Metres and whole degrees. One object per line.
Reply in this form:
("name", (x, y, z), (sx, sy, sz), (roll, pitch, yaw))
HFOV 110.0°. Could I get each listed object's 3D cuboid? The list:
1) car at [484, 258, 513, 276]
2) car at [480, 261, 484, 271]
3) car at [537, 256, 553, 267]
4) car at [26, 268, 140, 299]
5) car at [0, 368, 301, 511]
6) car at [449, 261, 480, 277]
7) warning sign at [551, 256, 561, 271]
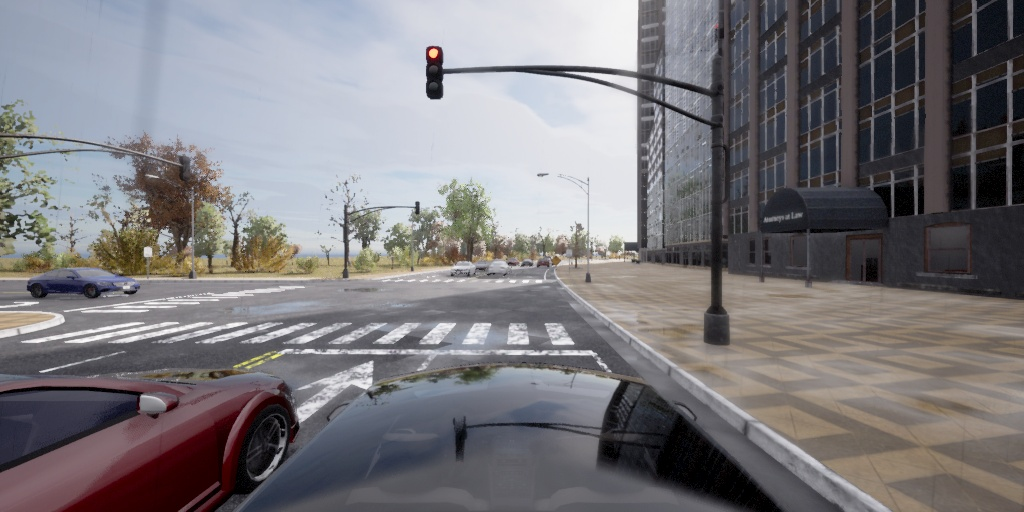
("car", (-1.322, 1.274, 37.234), (1.812, 1.442, 4.674), (0, 0, 6))
("car", (-3.832, 1.296, 45.998), (2.033, 1.411, 5.357), (0, 0, 6))
("car", (5.788, 1.110, 64.883), (2.097, 1.767, 4.553), (0, 0, 10))
("car", (-21.668, 1.322, 18.154), (4.674, 1.442, 1.812), (0, 0, 4))
("car", (-3.108, 1.314, 1.880), (1.994, 1.385, 4.181), (0, 0, 0))
("car", (-4.867, 1.273, 36.367), (1.812, 1.442, 4.674), (0, 0, 6))
("warning sign", (5.412, 0.868, 44.026), (1.300, 1.860, 1.060), (0, 0, 7))
